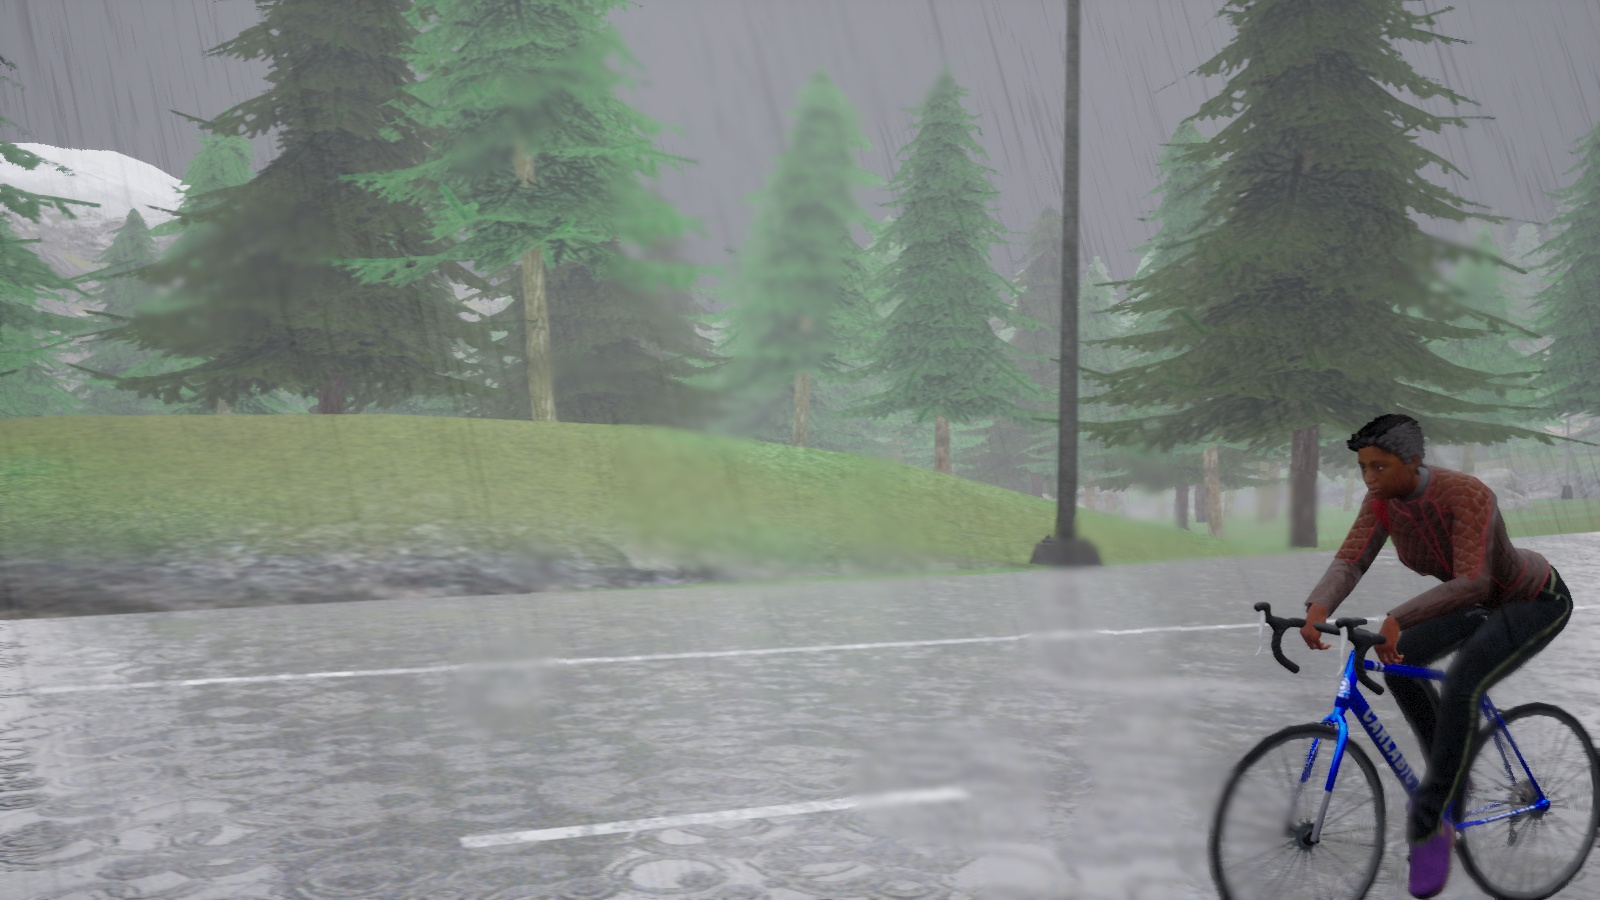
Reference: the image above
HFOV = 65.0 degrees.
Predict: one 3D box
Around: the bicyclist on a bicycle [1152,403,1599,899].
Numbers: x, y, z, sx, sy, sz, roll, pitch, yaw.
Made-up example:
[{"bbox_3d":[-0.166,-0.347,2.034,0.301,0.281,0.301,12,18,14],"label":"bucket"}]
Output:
[{"bbox_3d":[2.000,0.670,3.999,1.656,1.620,0.582,-1,1,-21],"label":"bicyclist on a bicycle"}]
